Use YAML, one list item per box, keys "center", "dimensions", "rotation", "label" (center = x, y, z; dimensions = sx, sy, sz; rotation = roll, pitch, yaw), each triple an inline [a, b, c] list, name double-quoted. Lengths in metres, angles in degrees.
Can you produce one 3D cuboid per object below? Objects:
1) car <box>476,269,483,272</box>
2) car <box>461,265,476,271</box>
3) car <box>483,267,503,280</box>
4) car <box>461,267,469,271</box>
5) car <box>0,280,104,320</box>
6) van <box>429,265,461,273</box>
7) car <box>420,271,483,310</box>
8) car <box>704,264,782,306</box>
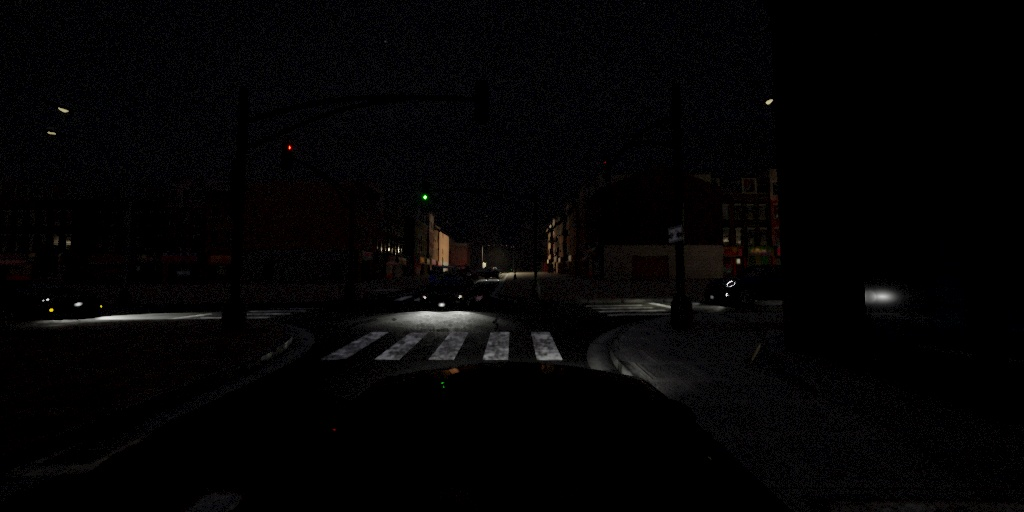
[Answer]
- center: [-5.277, 2.392, 46.849]
  dimensions: [1.888, 1.381, 4.507]
  rotation: [0, 0, 0]
  label: "car"
- center: [-5.296, 1.851, 36.274]
  dimensions: [2.192, 1.841, 5.009]
  rotation: [0, 0, 0]
  label: "car"
- center: [-2.641, 2.398, 47.744]
  dimensions: [2.033, 1.411, 5.357]
  rotation: [0, -2, 0]
  label: "car"
- center: [-5.304, 1.944, 31.291]
  dimensions: [2.007, 1.370, 4.403]
  rotation: [0, 0, 0]
  label: "car"
- center: [-17.122, 1.523, 12.527]
  dimensions: [4.181, 1.385, 1.994]
  rotation: [0, -3, 0]
  label: "car"
- center: [-5.310, 1.641, 27.972]
  dimensions: [1.690, 1.789, 3.998]
  rotation: [0, 0, 0]
  label: "van"
- center: [-2.704, 1.587, 16.485]
  dimensions: [2.033, 1.411, 5.357]
  rotation: [-1, -2, 0]
  label: "car"
- center: [10.841, 1.160, 15.470]
  dimensions: [4.553, 1.767, 2.097]
  rotation: [-1, -3, 0]
  label: "car"
